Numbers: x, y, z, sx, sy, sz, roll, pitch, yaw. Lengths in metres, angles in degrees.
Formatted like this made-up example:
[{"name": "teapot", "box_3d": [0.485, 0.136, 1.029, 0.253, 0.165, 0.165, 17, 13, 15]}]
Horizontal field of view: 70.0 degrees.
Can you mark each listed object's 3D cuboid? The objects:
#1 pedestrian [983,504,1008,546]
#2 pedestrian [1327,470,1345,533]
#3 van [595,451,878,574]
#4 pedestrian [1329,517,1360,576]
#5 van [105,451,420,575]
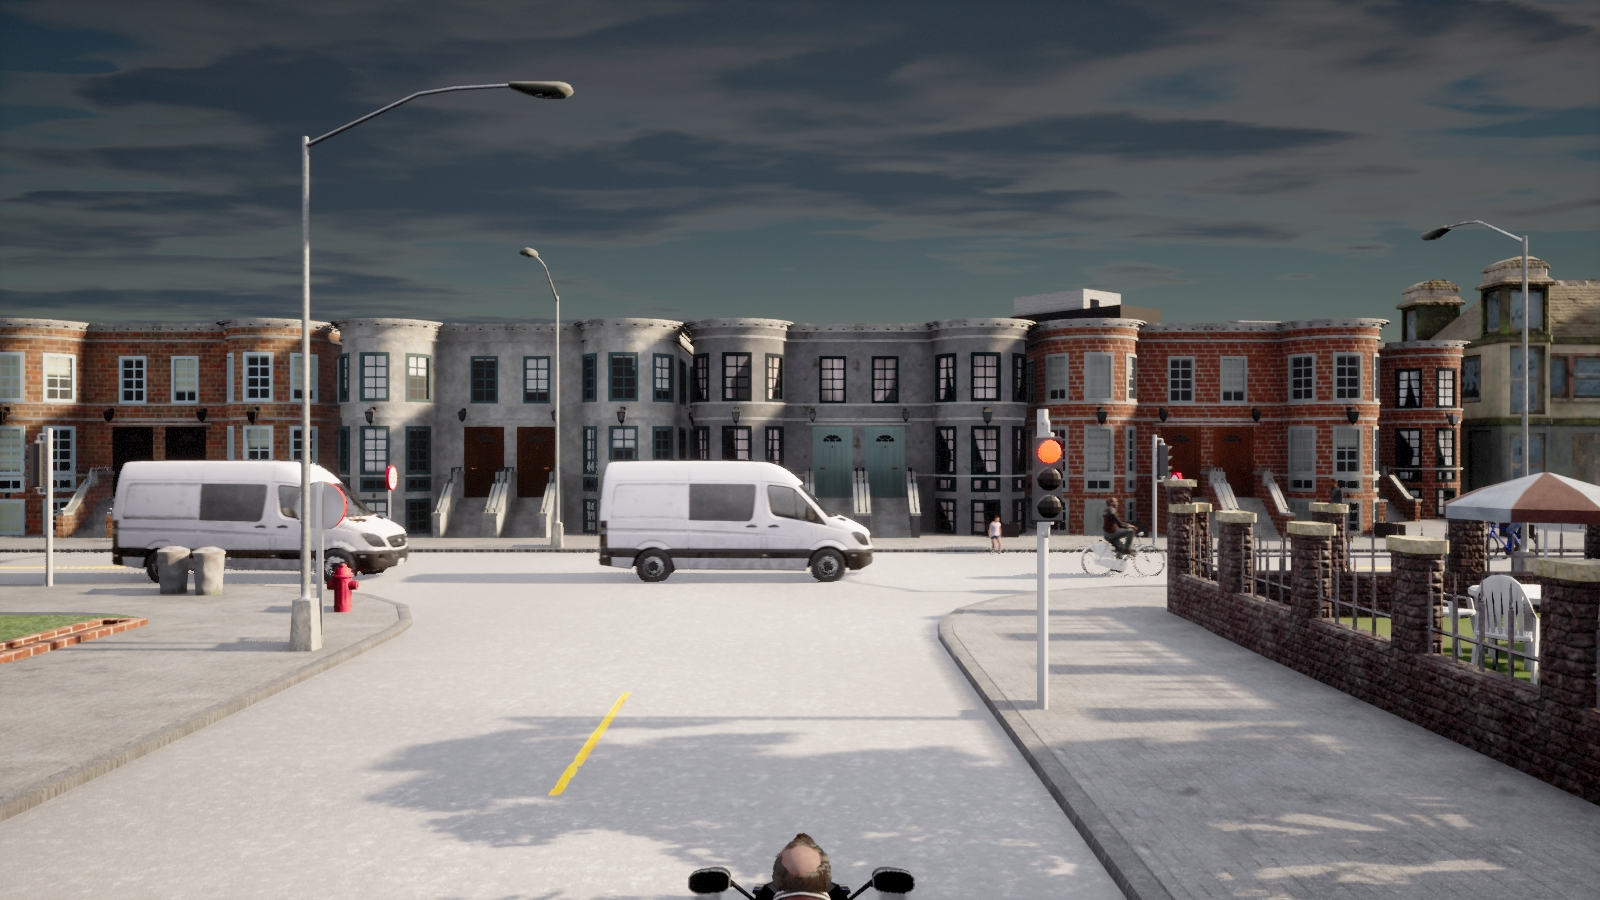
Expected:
[{"name": "pedestrian", "box_3d": [5.221, 1.996, 30.516, 0.500, 1.100, 0.500, 0, 0, -10]}, {"name": "pedestrian", "box_3d": [15.873, 1.512, 33.823, 0.375, 1.860, 0.375, 0, 0, 5]}, {"name": "van", "box_3d": [-1.336, 1.305, 24.918, 5.915, 2.561, 1.988, 0, 0, 0]}, {"name": "pedestrian", "box_3d": [10.714, 1.887, 22.483, 0.500, 1.100, 0.500, 0, 0, 20]}, {"name": "van", "box_3d": [-11.538, 1.304, 24.790, 5.915, 2.561, 1.988, 0, 0, 2]}]
